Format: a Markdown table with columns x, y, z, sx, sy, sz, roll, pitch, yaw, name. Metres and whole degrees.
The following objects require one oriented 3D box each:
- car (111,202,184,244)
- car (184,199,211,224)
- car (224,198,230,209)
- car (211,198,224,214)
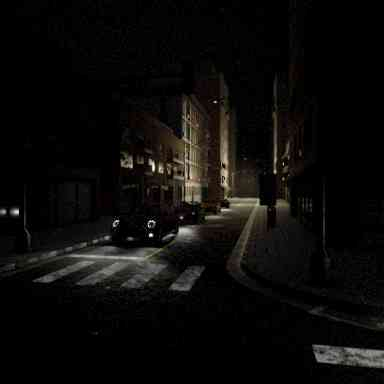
| x | y | z | sx | sy | sz | roll | pitch | yaw | name |
| --- | --- | --- | --- | --- | --- | --- | --- | --- | --- |
| -2.073 | 1.326 | 15.770 | 2.097 | 1.767 | 4.553 | 0 | 0 | 12 | car |
| -0.194 | 1.450 | 24.710 | 2.128 | 1.511 | 4.902 | 0 | 0 | 12 | car |
| 3.927 | 1.480 | 43.863 | 1.994 | 1.385 | 4.181 | 0 | 0 | 13 | car |
| 1.817 | 1.417 | 34.127 | 1.882 | 1.535 | 5.008 | 0 | 0 | 12 | car |
